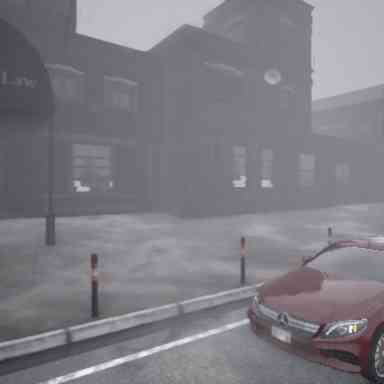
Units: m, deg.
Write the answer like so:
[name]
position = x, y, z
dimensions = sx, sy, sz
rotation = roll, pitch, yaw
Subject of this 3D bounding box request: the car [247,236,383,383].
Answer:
[car]
position = 3.012, 1.524, 5.530
dimensions = 4.674, 1.442, 1.812
rotation = 0, 0, -36
